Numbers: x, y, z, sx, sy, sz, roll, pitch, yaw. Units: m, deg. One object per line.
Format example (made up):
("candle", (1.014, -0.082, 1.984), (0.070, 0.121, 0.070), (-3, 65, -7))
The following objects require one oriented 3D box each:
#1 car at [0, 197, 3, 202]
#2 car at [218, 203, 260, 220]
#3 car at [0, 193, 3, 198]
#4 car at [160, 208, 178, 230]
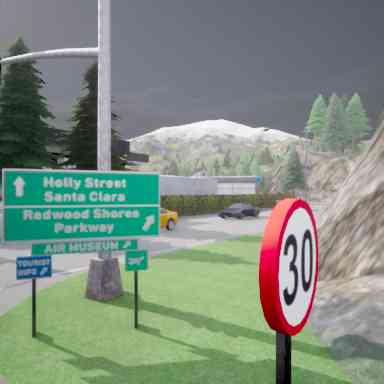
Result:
("car", (-12.368, 1.504, 26.054), (1.905, 1.878, 3.866), (0, 0, 35))
("car", (4.468, 1.739, 30.623), (2.033, 1.411, 5.357), (0, 0, 36))
("car", (-38.568, 1.488, 69.998), (4.514, 1.523, 2.007), (0, 0, 35))
("car", (-2.912, 1.669, 20.479), (1.882, 1.535, 5.008), (0, 0, 36))
